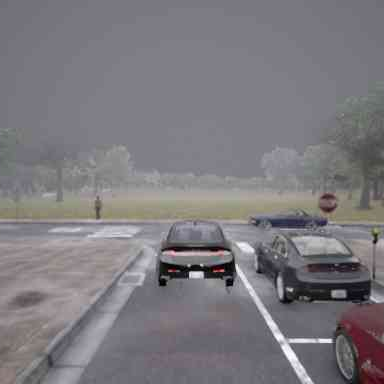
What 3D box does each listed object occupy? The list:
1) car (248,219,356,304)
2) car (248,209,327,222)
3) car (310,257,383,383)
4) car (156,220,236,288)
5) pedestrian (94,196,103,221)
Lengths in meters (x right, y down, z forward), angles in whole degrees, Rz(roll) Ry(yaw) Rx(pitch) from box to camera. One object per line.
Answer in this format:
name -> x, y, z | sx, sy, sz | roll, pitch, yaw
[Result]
car -> 2.621, 1.599, 8.129 | 2.008, 1.369, 4.403 | -1, 0, 0
car -> 6.046, 1.771, 21.420 | 4.718, 1.301, 1.895 | 1, 1, 0
car -> 2.622, 1.598, 2.597 | 1.802, 1.307, 4.206 | -1, 0, 0
car -> 0.099, 1.547, 9.421 | 2.128, 1.511, 4.902 | 0, 0, 0
pedestrian -> -6.883, 1.157, 24.311 | 0.375, 1.860, 0.375 | 0, 0, 0
